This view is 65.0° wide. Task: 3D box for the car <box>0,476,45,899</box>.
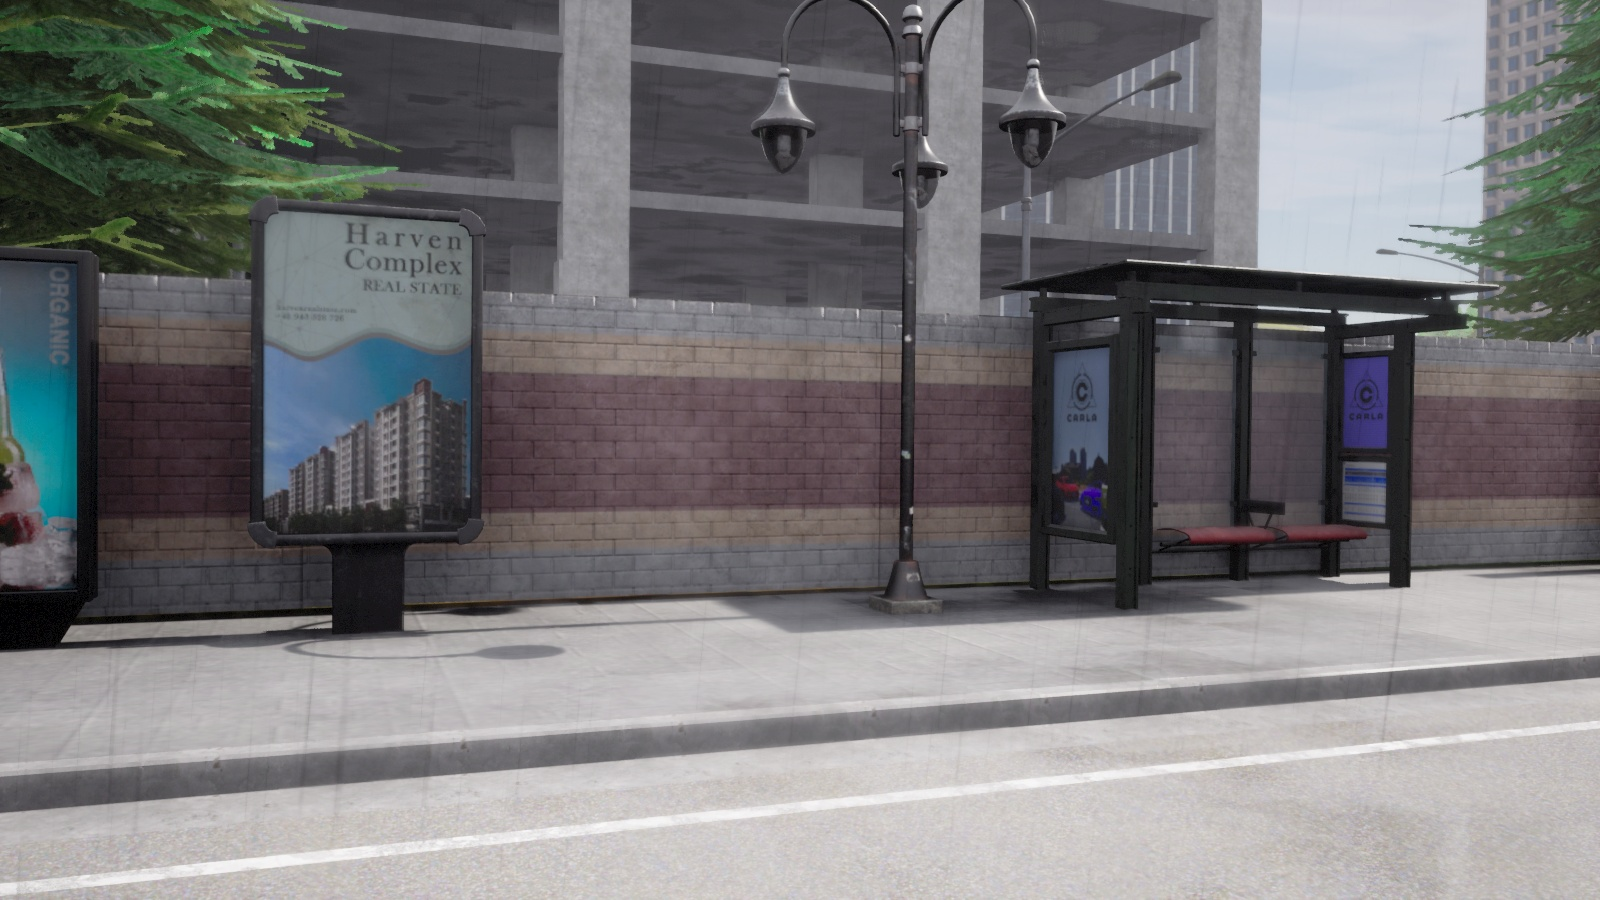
[{"bbox_3d":[-3.928,0.838,1.747,4.674,1.442,1.812,-1,1,-21],"label":"car"}]
